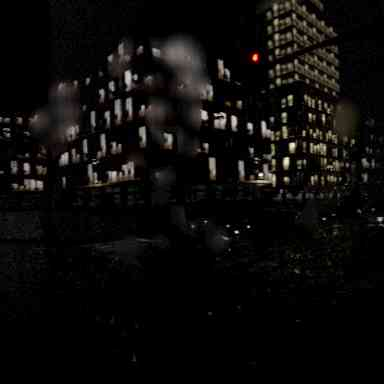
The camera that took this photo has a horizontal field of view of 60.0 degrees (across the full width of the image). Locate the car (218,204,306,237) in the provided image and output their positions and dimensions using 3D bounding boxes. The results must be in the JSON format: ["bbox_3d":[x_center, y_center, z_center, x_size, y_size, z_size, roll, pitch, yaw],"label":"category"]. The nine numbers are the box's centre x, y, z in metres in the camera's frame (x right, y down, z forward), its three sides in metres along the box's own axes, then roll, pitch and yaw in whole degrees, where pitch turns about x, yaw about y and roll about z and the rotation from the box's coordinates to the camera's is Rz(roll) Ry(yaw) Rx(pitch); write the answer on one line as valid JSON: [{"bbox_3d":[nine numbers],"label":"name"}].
[{"bbox_3d":[4.232,1.691,19.337,5.357,1.411,2.033,-1,-2,-44],"label":"car"}]

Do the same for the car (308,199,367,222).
[{"bbox_3d":[11.702,1.583,26.567,5.357,1.411,2.033,-1,-2,-44],"label":"car"}]

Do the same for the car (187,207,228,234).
[{"bbox_3d":[1.804,1.759,21.507,4.902,1.511,2.128,-1,-2,-44],"label":"car"}]

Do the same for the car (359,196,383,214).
[{"bbox_3d":[19.273,1.418,33.879,4.902,1.511,2.128,-1,-2,-44],"label":"car"}]

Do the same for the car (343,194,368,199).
[{"bbox_3d":[18.211,1.249,37.384,5.566,2.045,2.150,-1,-1,-44],"label":"car"}]

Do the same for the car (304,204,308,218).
[{"bbox_3d":[9.253,1.708,28.710,5.357,1.411,2.033,-1,-2,-44],"label":"car"}]
